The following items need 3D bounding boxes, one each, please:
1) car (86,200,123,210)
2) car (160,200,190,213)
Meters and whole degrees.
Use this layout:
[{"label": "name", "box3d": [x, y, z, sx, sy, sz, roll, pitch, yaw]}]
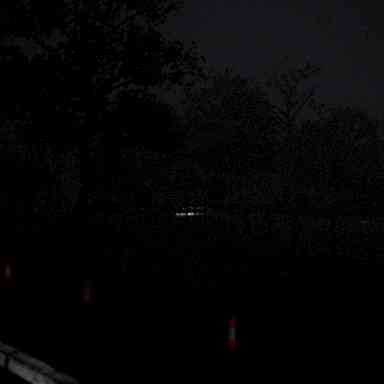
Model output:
[{"label": "car", "box3d": [-11.523, 1.707, 43.608, 4.718, 1.301, 1.895, -1, 0, -6]}, {"label": "car", "box3d": [-1.902, 1.570, 36.323, 1.994, 1.385, 4.181, 0, 0, -30]}]
